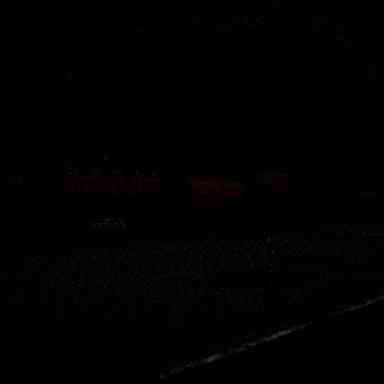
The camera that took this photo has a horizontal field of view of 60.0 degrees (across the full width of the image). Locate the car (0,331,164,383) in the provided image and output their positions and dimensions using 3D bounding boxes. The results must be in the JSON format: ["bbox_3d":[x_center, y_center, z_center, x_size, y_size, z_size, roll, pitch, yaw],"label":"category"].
[{"bbox_3d":[-2.178,1.543,1.287,4.507,1.381,1.887,0,2,-34],"label":"car"}]
